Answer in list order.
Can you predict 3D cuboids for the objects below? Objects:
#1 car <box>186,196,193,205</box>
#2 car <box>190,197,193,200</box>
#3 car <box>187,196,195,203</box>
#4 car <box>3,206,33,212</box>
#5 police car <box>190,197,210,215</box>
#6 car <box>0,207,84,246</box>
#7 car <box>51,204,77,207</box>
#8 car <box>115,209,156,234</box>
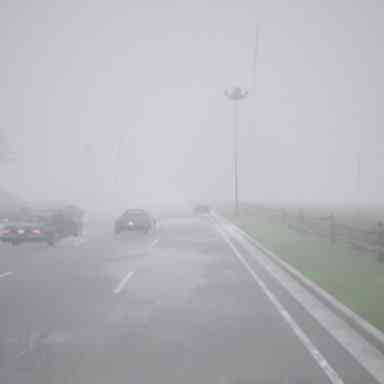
[{"bbox_3d":[-0.177,1.973,70.981,1.994,1.385,4.181,0,0,0],"label":"car"},{"bbox_3d":[0.994,1.877,47.741,1.837,1.490,4.892,0,0,0],"label":"car"},{"bbox_3d":[-0.255,1.880,85.842,2.097,1.767,4.553,0,0,0],"label":"car"},{"bbox_3d":[-13.901,1.813,27.175,1.895,1.301,4.718,0,0,0],"label":"car"},{"bbox_3d":[1.045,1.720,37.819,1.930,1.638,5.238,0,0,0],"label":"police car"},{"bbox_3d":[-6.901,1.672,15.957,2.033,1.411,5.357,0,0,0],"label":"car"},{"bbox_3d":[-10.403,1.691,27.350,1.882,1.535,5.008,0,0,0],"label":"car"},{"bbox_3d":[-3.402,1.724,20.473,1.994,1.385,4.181,0,0,0],"label":"car"}]
